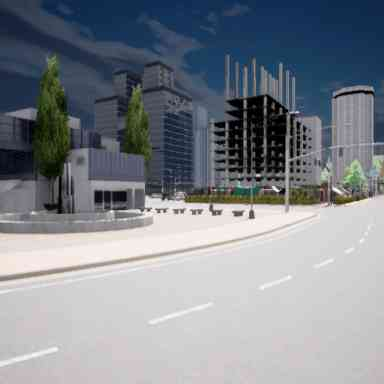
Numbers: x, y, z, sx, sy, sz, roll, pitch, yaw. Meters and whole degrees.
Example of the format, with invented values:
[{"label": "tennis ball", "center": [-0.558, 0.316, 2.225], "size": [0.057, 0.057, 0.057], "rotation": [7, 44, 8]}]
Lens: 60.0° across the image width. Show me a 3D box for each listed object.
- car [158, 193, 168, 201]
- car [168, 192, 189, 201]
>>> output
[{"label": "car", "center": [-5.645, 1.119, 79.658], "size": [1.905, 1.878, 3.866], "rotation": [0, 0, 32]}, {"label": "car", "center": [-3.184, 1.359, 78.133], "size": [1.970, 1.475, 3.806], "rotation": [0, 0, 32]}]
